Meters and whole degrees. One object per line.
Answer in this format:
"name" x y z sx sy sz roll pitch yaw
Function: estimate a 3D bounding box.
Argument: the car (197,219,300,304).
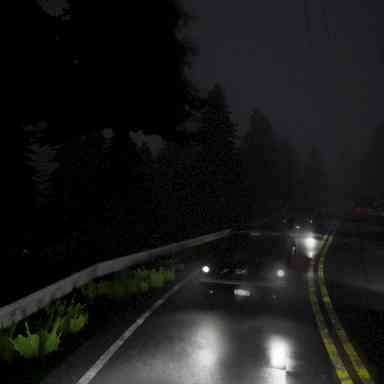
"car" 1.634 1.598 8.433 1.895 1.301 4.718 -1 0 18

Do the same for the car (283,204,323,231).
"car" 6.796 1.459 20.132 2.033 1.411 5.357 -2 0 26

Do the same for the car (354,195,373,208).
"car" 20.788 1.057 40.180 2.128 1.511 4.902 -2 0 28
